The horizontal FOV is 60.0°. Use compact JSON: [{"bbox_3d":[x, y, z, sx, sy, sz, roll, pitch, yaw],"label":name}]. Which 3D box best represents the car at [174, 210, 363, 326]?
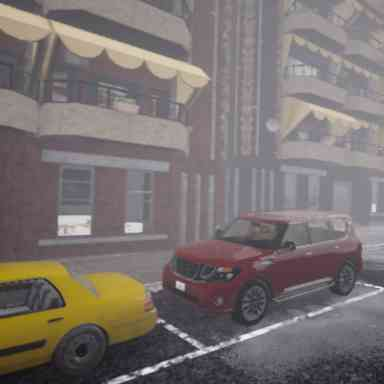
[{"bbox_3d":[1.840,1.384,7.416,5.009,1.841,2.192,1,1,-36],"label":"car"}]

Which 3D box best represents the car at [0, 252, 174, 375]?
[{"bbox_3d":[-2.784,1.535,4.077,4.829,1.417,1.752,1,1,-36],"label":"car"}]
